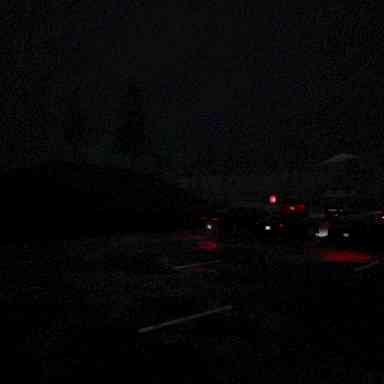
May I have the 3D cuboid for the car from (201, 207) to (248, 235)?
[{"bbox_3d":[2.579,1.658,20.013,1.837,1.490,4.892,0,0,42],"label":"car"}]

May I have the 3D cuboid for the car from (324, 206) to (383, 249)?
[{"bbox_3d":[8.019,1.643,15.644,1.882,1.535,5.008,0,0,41],"label":"car"}]

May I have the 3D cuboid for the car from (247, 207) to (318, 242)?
[{"bbox_3d":[5.000,1.718,17.480,1.994,1.385,4.181,0,0,42],"label":"car"}]

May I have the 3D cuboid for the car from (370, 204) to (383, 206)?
[{"bbox_3d":[16.437,1.830,29.315,1.837,1.490,4.892,0,0,21],"label":"car"}]

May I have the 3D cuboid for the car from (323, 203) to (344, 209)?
[{"bbox_3d":[13.240,1.800,30.745,2.128,1.511,4.902,0,0,21],"label":"car"}]

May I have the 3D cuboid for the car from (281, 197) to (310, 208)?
[{"bbox_3d":[9.722,1.507,31.284,2.150,2.045,5.566,0,0,23],"label":"car"}]
